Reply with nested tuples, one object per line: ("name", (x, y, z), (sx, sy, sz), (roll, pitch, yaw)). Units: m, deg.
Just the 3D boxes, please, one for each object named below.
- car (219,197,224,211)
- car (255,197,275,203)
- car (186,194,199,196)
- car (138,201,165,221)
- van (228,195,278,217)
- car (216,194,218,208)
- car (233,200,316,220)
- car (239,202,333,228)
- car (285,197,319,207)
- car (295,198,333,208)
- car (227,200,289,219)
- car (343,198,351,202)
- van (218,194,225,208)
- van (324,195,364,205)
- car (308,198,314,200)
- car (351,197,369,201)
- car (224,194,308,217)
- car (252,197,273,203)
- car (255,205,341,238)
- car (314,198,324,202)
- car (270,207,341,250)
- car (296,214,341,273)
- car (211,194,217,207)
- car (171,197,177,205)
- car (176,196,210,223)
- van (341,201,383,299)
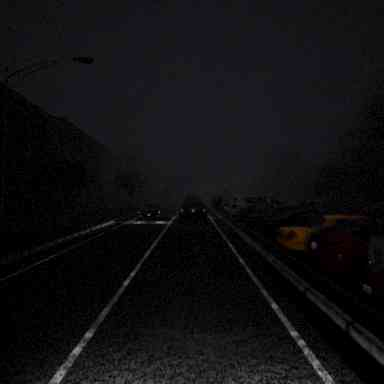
("car", (5.592, 1.538, 34.314), (4.892, 1.521, 2.231), (0, 0, 0))
("car", (18.695, 2.085, 85.171), (4.674, 1.452, 2.002), (0, -1, 0))
("car", (0.065, 1.322, 43.095), (2.150, 2.045, 5.566), (0, -1, 1))
("car", (-3.349, 1.552, 28.149), (1.837, 1.490, 4.892), (0, 0, 0))
("van", (5.717, 1.301, 31.512), (4.442, 1.987, 1.878), (0, 0, 0))
("car", (5.562, 1.431, 39.923), (4.553, 1.767, 2.185), (0, 0, 0))
("car", (5.608, 1.499, 23.097), (4.892, 1.521, 2.231), (0, 0, 0))
("car", (5.587, 1.519, 20.299), (4.792, 1.488, 2.163), (0, 0, 0))
("car", (18.672, 1.677, 56.688), (5.008, 1.535, 2.097), (0, -1, 0))
("car", (18.679, 1.624, 51.120), (5.008, 1.535, 2.097), (0, -1, 0))
("car", (5.599, 1.517, 28.708), (5.008, 1.535, 2.097), (0, 0, 0))
("car", (18.675, 1.579, 34.413), (4.674, 1.452, 2.002), (0, 0, 0))
("van", (5.479, 1.321, 37.119), (4.442, 1.987, 1.878), (0, 0, 0))
("van", (18.790, 1.332, 39.986), (4.442, 1.987, 1.878), (0, 0, 0))
("car", (18.675, 1.644, 48.333), (4.674, 1.452, 2.002), (0, 0, 0))
("car", (18.495, 1.526, 31.628), (5.366, 1.575, 1.946), (0, 0, 0))
("car", (5.637, 1.256, 25.905), (5.566, 2.045, 2.435), (0, 0, 0))
("car", (18.706, 2.086, 88.320), (5.008, 1.535, 2.097), (0, -1, 0))
("car", (5.619, 1.479, 14.691), (5.008, 1.535, 2.097), (0, 0, 0))
("car", (18.641, 1.445, 42.766), (4.553, 1.767, 2.185), (0, 0, 0))
("car", (5.814, 1.474, 11.891), (5.366, 1.575, 1.946), (0, 0, 0))
("car", (5.661, 1.506, 9.088), (4.792, 1.488, 2.163), (0, 0, 0))
("car", (5.621, 1.319, 42.724), (5.566, 2.045, 2.435), (0, 0, 0))
("car", (-3.252, 1.865, 68.994), (1.837, 1.490, 4.892), (0, -1, 0))
("car", (0.092, 1.392, 26.043), (2.097, 1.767, 4.553), (0, 0, 0))
("van", (5.519, 1.250, 6.285), (4.442, 1.987, 1.878), (0, 0, 0))
